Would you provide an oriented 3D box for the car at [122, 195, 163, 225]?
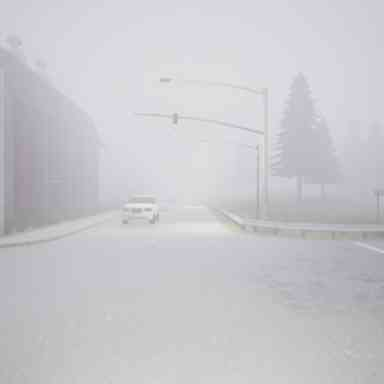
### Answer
[{"bbox_3d":[-3.680,1.217,24.720,2.150,2.045,5.566,0,0,0],"label":"car"}]

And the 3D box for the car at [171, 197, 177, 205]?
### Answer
[{"bbox_3d":[-3.736,1.583,59.349,1.895,1.301,4.718,0,0,0],"label":"car"}]

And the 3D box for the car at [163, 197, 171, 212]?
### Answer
[{"bbox_3d":[-3.739,1.516,38.027,1.812,1.442,4.674,0,0,0],"label":"car"}]
